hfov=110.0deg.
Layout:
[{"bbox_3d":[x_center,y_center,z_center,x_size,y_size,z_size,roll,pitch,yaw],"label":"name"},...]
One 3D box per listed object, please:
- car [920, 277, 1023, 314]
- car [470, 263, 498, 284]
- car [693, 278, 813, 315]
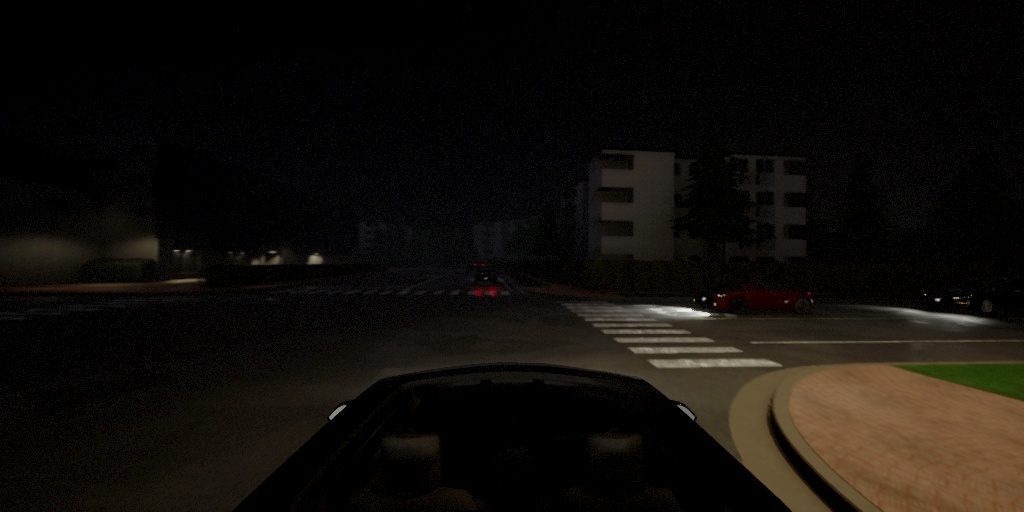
[{"bbox_3d":[20.668,1.668,15.551,4.892,1.490,1.837,1,-1,-4],"label":"car"},{"bbox_3d":[-2.275,1.626,31.134,2.128,1.511,4.902,1,-1,-4],"label":"car"},{"bbox_3d":[9.821,1.592,14.773,4.181,1.385,1.994,1,-1,-3],"label":"car"}]
